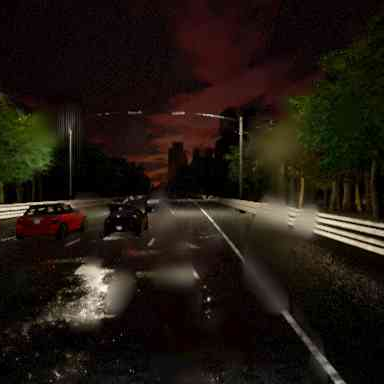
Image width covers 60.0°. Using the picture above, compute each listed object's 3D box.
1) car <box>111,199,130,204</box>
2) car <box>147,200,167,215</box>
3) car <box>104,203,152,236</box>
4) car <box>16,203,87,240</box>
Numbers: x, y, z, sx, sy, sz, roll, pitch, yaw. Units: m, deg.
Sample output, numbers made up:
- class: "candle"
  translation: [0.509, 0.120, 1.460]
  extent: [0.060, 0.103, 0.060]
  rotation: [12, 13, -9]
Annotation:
- class: "car"
  translation: [-7.196, 1.522, 34.053]
  extent: [1.837, 1.490, 4.892]
  rotation: [0, 0, -1]
- class: "car"
  translation: [-3.694, 1.508, 33.925]
  extent: [2.128, 1.511, 4.902]
  rotation: [0, 0, -1]
- class: "car"
  translation: [-3.511, 1.531, 18.229]
  extent: [1.812, 1.442, 4.674]
  rotation: [0, 0, -1]
- class: "car"
  translation: [-6.989, 1.357, 17.069]
  extent: [2.097, 1.767, 4.553]
  rotation: [0, 0, 0]
